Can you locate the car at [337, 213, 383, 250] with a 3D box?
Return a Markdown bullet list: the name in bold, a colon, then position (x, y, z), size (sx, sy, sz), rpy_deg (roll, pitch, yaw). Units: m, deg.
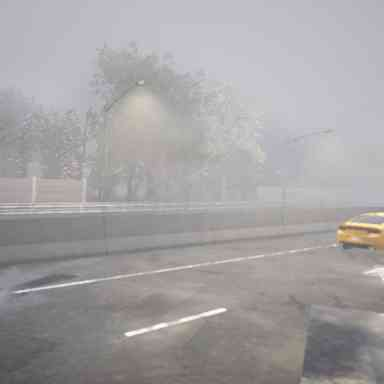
- **car**: position (8.136, 1.617, 13.965), size (5.008, 1.535, 1.882), rpy_deg (0, 0, -35)
